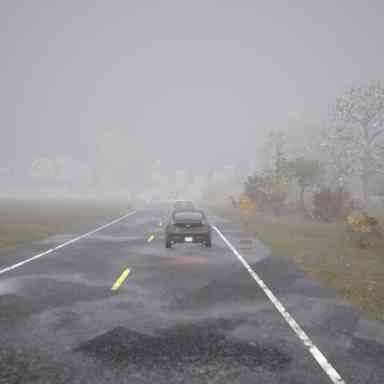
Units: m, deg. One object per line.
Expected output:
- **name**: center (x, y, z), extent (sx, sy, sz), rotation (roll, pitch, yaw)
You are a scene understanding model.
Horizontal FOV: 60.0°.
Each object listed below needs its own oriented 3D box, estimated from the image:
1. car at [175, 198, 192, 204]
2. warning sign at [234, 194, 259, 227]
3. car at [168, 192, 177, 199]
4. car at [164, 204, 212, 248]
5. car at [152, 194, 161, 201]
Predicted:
- **car**: center (-0.715, 1.526, 29.769), extent (2.033, 1.411, 5.357), rotation (0, 0, -3)
- **warning sign**: center (3.241, 1.092, 19.972), extent (1.300, 1.860, 1.060), rotation (1, 1, -2)
- **car**: center (-5.214, 0.918, 89.972), extent (2.150, 2.045, 5.566), rotation (0, 0, -8)
- **car**: center (-0.180, 1.502, 14.736), extent (1.837, 1.490, 4.892), rotation (0, 0, -1)
- **car**: center (-8.078, 1.194, 75.551), extent (1.837, 1.490, 4.892), rotation (0, 0, -7)
